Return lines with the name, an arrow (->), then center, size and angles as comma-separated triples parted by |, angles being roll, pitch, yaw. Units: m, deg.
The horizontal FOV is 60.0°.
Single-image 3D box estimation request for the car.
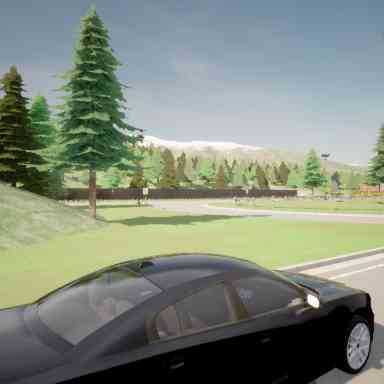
car -> 0.212, 1.478, 3.905 | 5.008, 1.535, 1.882 | 0, 0, -36
